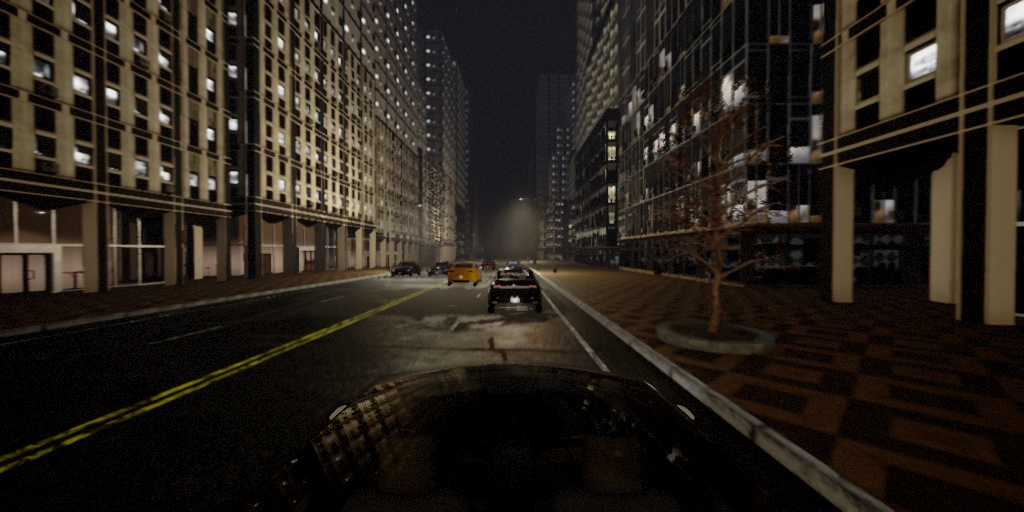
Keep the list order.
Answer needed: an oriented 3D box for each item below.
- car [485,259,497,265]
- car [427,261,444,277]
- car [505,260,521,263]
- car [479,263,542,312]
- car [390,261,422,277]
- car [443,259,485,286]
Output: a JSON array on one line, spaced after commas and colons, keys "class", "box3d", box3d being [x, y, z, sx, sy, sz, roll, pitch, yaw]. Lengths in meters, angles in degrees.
[{"class": "car", "box3d": [-3.146, 1.116, 48.794, 1.837, 1.490, 4.892, 0, 1, 0]}, {"class": "car", "box3d": [-6.498, 1.210, 33.478, 1.812, 1.442, 4.674, 0, 0, 0]}, {"class": "car", "box3d": [0.103, 1.190, 41.184, 1.994, 1.385, 4.181, 0, 0, 0]}, {"class": "car", "box3d": [0.101, 1.199, 13.947, 2.128, 1.511, 4.902, 0, 0, 0]}, {"class": "car", "box3d": [-9.748, 1.210, 33.478, 1.812, 1.442, 4.674, 0, 0, 0]}, {"class": "car", "box3d": [-3.148, 1.150, 24.596, 1.882, 1.535, 5.008, 0, 0, 0]}]
